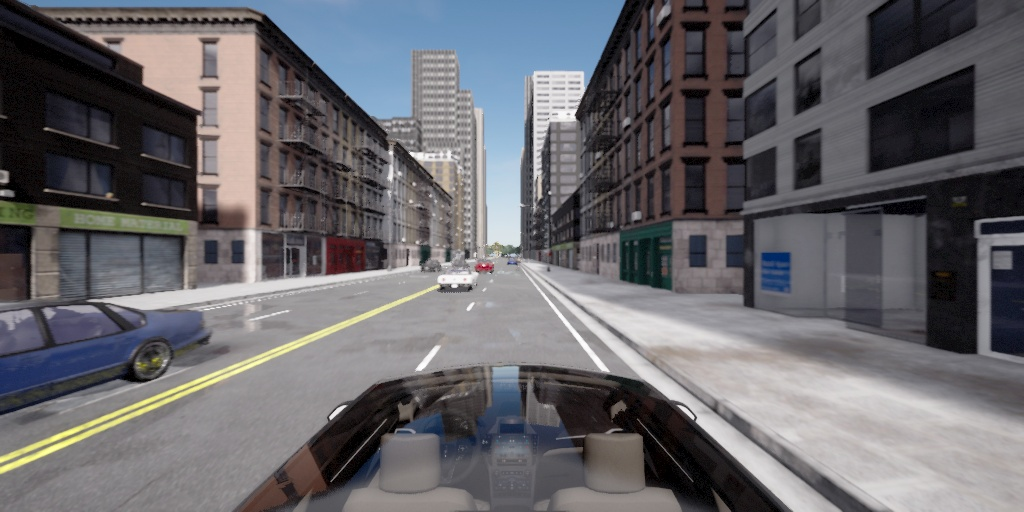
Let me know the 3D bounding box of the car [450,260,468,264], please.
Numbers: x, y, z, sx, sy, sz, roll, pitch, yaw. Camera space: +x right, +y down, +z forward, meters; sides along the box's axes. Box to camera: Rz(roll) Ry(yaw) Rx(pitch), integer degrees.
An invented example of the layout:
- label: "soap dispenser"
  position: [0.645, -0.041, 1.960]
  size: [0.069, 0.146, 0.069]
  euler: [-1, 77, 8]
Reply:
- label: "car"
  position: [-6.604, 1.239, 45.550]
  size: [1.837, 1.490, 4.892]
  euler: [0, 1, 0]

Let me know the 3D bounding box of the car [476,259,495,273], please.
- label: "car"
  position: [-3.172, 1.089, 42.403]
  size: [2.097, 1.767, 4.553]
  euler: [0, 0, 0]

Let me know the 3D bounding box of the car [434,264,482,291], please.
- label: "car"
  position: [-3.162, 1.343, 21.982]
  size: [1.895, 1.301, 4.718]
  euler: [0, 0, 0]

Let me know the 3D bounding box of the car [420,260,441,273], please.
- label: "car"
  position: [-9.855, 1.239, 43.826]
  size: [1.837, 1.490, 4.892]
  euler: [0, 0, 0]

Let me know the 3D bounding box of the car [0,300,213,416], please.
- label: "car"
  position: [-6.603, 1.297, 4.379]
  size: [2.033, 1.411, 5.357]
  euler: [0, 0, 0]

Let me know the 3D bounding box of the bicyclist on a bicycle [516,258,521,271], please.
- label: "bicyclist on a bicycle"
  position: [0.869, 1.107, 47.133]
  size: [0.659, 1.776, 1.843]
  euler: [0, 0, 0]
